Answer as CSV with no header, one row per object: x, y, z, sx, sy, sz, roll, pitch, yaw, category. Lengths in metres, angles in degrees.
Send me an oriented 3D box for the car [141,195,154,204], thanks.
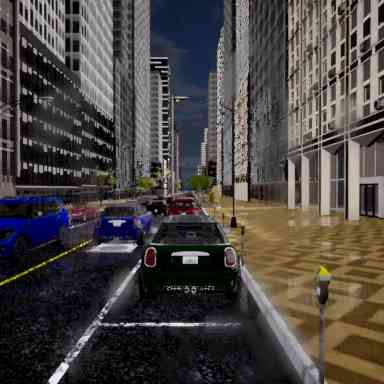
-8.845,1.426,66.141,1.967,1.590,4.097,-1,0,0,car

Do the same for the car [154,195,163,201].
-8.844,1.545,88.876,1.947,1.339,4.313,-1,0,0,car

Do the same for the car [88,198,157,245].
-3.047,1.349,15.657,2.097,1.767,4.553,0,0,0,car

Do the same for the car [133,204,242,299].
-0.033,1.351,8.621,2.097,1.767,4.553,0,0,0,car

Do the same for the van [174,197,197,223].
-0.465,1.336,26.356,1.690,1.788,3.998,-1,0,0,van

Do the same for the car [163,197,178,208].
-3.044,1.495,47.894,1.837,1.490,4.892,0,0,0,car

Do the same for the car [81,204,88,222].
-8.843,1.577,26.356,1.802,1.307,4.206,-1,0,0,car

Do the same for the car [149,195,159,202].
-8.843,1.509,77.339,1.752,1.417,4.829,-1,0,0,car

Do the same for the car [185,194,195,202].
-0.465,1.298,77.509,2.192,1.841,5.009,-1,0,0,car

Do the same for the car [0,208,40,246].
-8.843,1.542,14.989,1.887,1.381,4.507,-1,0,0,car

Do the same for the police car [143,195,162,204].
-3.144,1.419,31.579,1.930,1.638,5.238,0,0,0,police car

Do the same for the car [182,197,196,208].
-0.463,1.541,49.090,2.008,1.369,4.403,-1,0,0,car

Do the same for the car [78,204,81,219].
-8.844,1.547,20.672,2.008,1.369,4.403,-1,0,0,car

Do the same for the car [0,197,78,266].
-6.246,1.219,11.919,2.150,2.045,5.566,0,0,0,car

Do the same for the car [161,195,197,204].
-0.465,1.311,20.672,2.192,1.841,5.009,-1,0,0,car

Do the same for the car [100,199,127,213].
-8.844,1.544,37.723,2.008,1.369,4.403,-1,0,0,car
